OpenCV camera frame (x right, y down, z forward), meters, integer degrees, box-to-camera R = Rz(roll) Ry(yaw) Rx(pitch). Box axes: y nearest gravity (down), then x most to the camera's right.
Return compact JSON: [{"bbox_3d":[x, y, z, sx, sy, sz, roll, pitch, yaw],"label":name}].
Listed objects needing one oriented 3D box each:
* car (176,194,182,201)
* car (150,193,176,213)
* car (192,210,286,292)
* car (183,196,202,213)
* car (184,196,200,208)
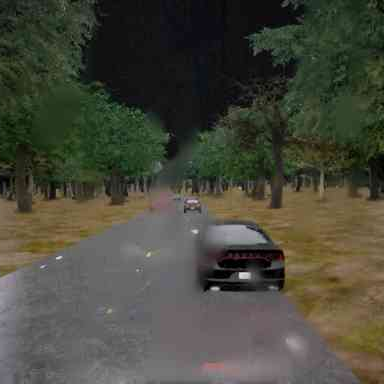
[{"bbox_3d":[-3.246,1.217,70.737,1.837,1.490,4.892,0,1,-1],"label":"car"},{"bbox_3d":[-3.156,1.145,35.432,2.150,2.045,5.566,0,0,0],"label":"car"},{"bbox_3d":[1.036,1.475,8.955,1.882,1.535,5.008,0,0,0],"label":"car"},{"bbox_3d":[0.050,1.447,35.970,1.812,1.442,4.674,0,0,0],"label":"car"},{"bbox_3d":[-0.029,1.353,47.170,2.128,1.511,4.902,0,0,0],"label":"car"}]
